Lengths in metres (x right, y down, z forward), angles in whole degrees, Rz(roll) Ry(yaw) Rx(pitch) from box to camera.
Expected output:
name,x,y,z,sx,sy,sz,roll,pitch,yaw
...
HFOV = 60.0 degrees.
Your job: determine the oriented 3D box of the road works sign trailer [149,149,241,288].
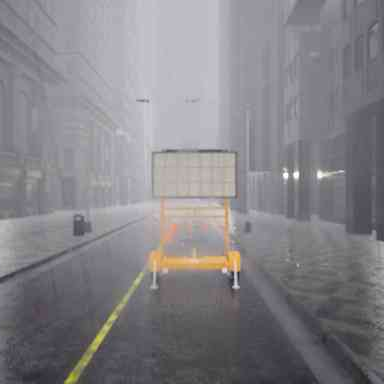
name,x,y,z,sx,sy,sz,roll,pitch,yaw
road works sign trailer,0.076,0.577,9.539,2.380,3.560,2.880,0,-1,0
